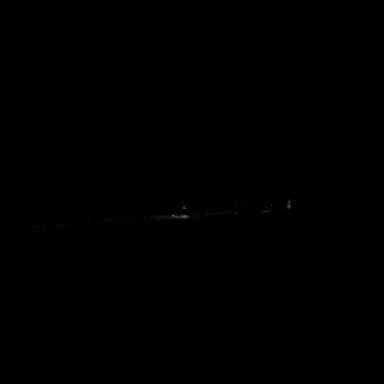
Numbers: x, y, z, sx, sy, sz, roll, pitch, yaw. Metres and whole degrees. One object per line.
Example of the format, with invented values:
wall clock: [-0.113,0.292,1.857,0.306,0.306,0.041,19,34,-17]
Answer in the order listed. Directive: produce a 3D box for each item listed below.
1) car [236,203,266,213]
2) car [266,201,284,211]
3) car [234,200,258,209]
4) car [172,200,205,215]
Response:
car: [8.220,2.256,47.957,2.033,1.411,5.357,1,-1,36]
car: [13.959,2.375,56.071,1.837,1.490,4.892,1,-1,36]
car: [8.799,2.017,53.577,1.895,1.301,4.718,1,-1,36]
car: [-0.395,1.861,40.869,2.097,1.767,4.553,1,-1,36]
